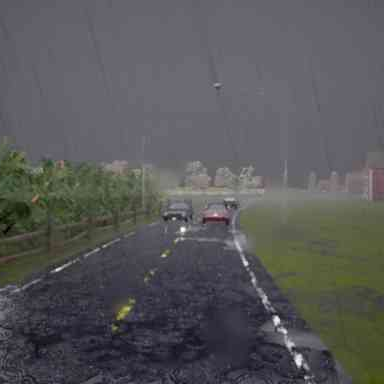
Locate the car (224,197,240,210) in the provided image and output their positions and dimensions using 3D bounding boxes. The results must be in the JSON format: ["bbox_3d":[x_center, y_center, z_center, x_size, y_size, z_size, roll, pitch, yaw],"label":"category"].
[{"bbox_3d":[5.001,1.426,42.674,1.882,1.535,5.008,0,0,12],"label":"car"}]

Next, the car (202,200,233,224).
[{"bbox_3d":[1.887,1.552,24.990,1.994,1.385,4.181,0,0,7],"label":"car"}]

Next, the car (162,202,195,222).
[{"bbox_3d":[-0.912,1.530,26.280,2.033,1.411,5.357,0,0,8],"label":"car"}]
